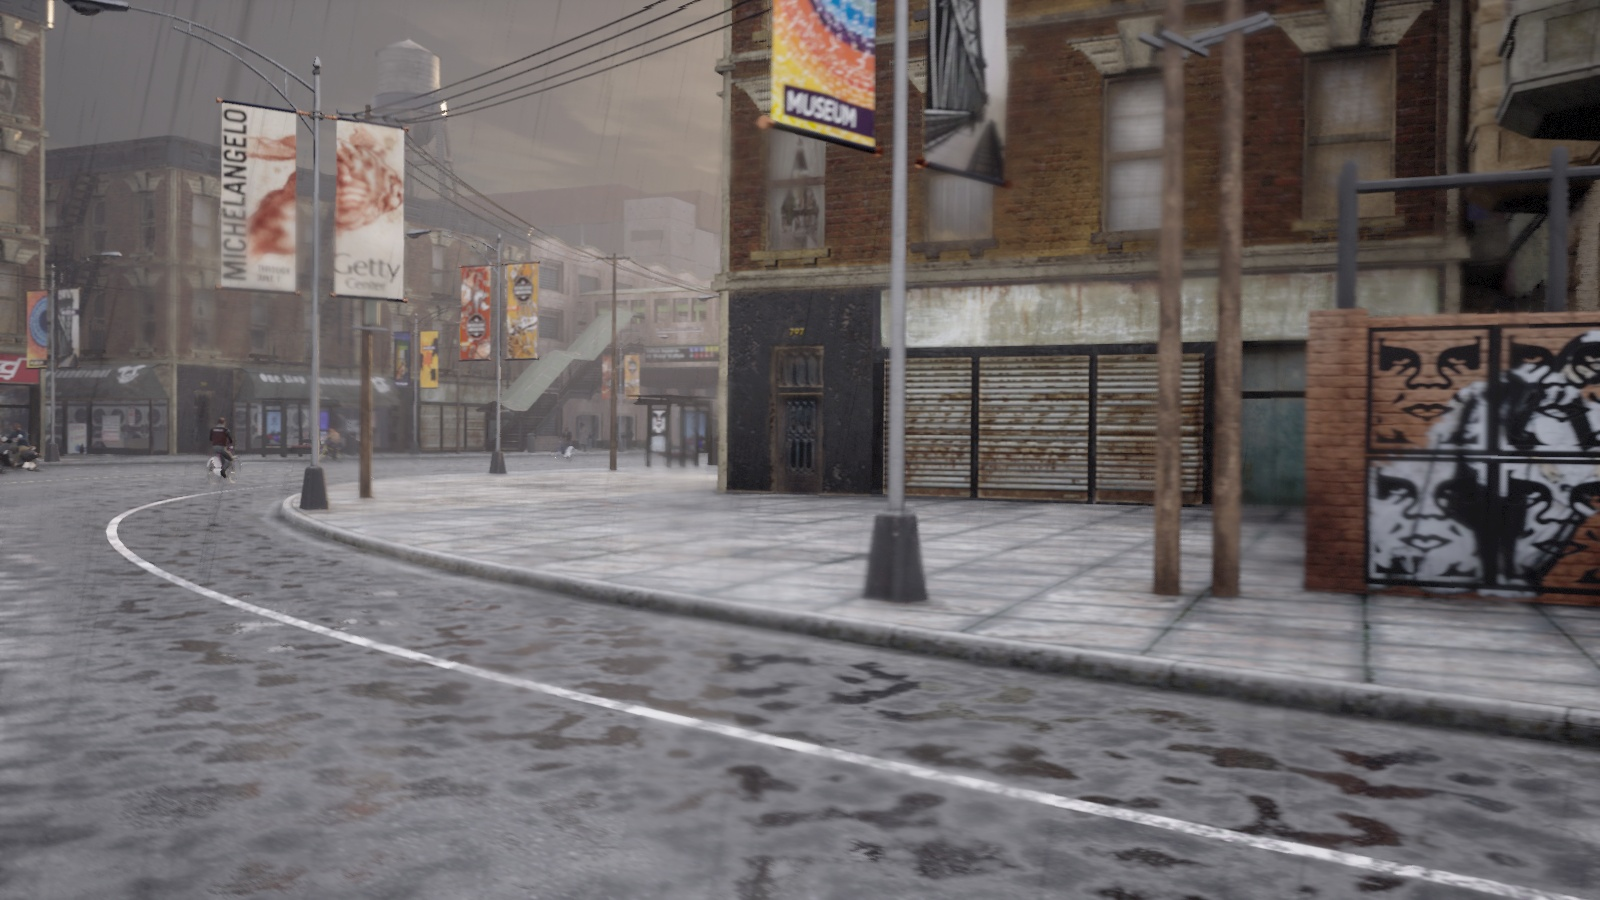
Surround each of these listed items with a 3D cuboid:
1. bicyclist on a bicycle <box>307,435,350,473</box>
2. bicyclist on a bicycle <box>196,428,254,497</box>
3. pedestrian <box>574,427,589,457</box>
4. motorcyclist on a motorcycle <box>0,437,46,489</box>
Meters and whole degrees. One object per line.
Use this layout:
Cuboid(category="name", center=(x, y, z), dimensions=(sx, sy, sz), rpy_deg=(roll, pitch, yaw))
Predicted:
Cuboid(category="bicyclist on a bicycle", center=(-20.196, 0.150, 53.803), dimensions=(0.866, 1.612, 1.509), rpy_deg=(0, 1, 24))
Cuboid(category="bicyclist on a bicycle", center=(-15.200, 0.305, 33.222), dimensions=(0.659, 1.776, 1.843), rpy_deg=(0, 1, 1))
Cuboid(category="pedestrian", center=(-14.347, -0.547, 82.422), dimensions=(0.659, 1.952, 0.873), rpy_deg=(0, 1, 18))
Cuboid(category="motorcyclist on a motorcycle", center=(-25.046, 0.386, 39.917), dimensions=(0.866, 1.590, 1.817), rpy_deg=(0, 1, 11))
